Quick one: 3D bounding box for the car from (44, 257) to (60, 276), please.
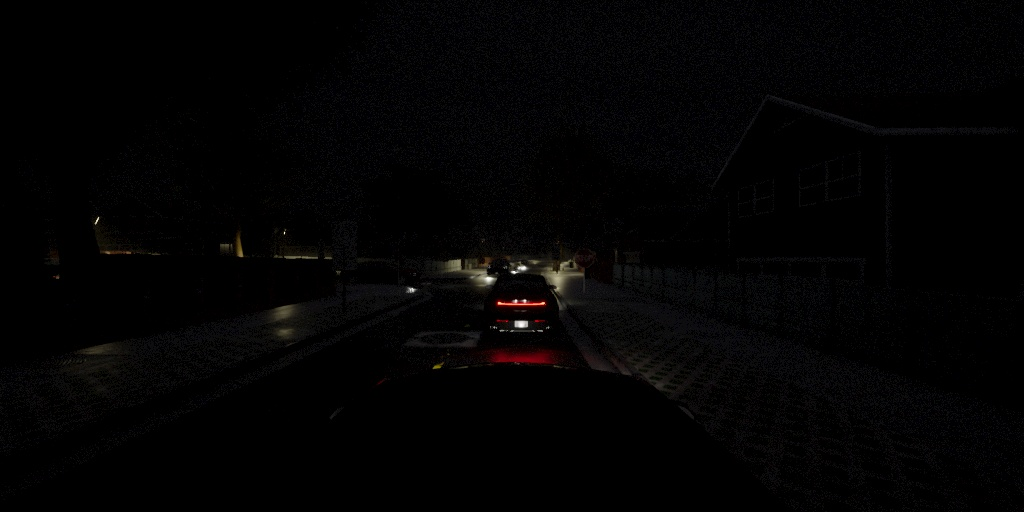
[{"bbox_3d":[-31.682,0.742,24.463,4.718,1.301,1.895,1,0,3],"label":"car"}]

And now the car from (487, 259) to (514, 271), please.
[{"bbox_3d":[-1.272,1.058,36.486,2.097,1.767,4.553,0,0,5],"label":"car"}]

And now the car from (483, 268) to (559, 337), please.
[{"bbox_3d":[0.257,1.255,10.339,1.837,1.490,4.892,0,0,1],"label":"car"}]

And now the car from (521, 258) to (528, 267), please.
[{"bbox_3d":[1.659,1.016,61.633,2.128,1.511,4.902,0,0,9],"label":"car"}]

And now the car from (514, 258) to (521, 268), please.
[{"bbox_3d":[-0.247,1.161,46.931,1.812,1.442,4.674,0,1,7],"label":"car"}]

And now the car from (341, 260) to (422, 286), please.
[{"bbox_3d":[-8.348,1.069,23.153,5.008,1.535,1.882,1,0,3],"label":"car"}]
